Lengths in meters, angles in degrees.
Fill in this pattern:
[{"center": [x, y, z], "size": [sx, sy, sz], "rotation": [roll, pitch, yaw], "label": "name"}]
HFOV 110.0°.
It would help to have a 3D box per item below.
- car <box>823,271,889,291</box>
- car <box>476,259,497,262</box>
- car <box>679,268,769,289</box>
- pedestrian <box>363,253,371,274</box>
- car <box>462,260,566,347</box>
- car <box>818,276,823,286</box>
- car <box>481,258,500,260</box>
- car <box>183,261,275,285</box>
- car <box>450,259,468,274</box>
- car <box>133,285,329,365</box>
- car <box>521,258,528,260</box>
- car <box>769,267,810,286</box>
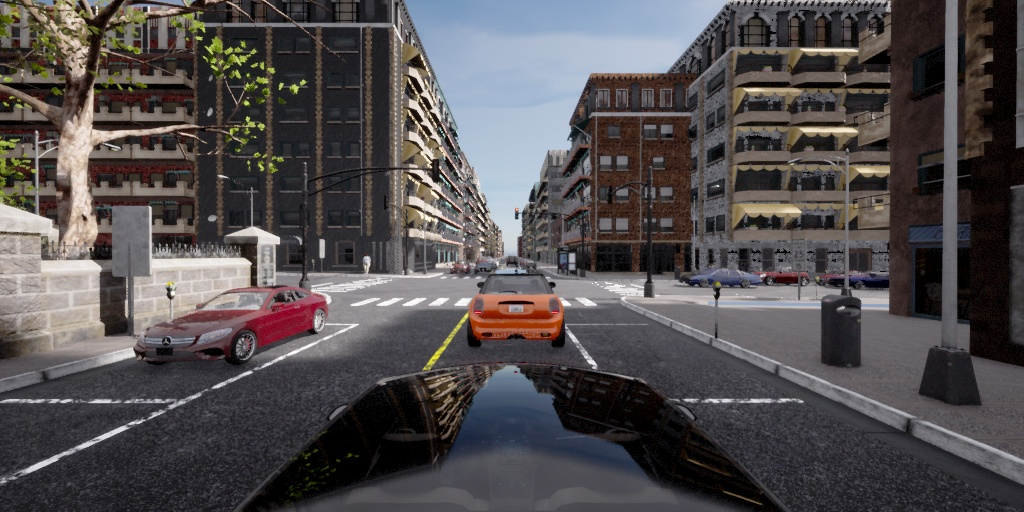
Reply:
[{"center": [26.237, 1.833, 26.360], "size": [4.718, 1.301, 1.895], "rotation": [1, 0, -1], "label": "car"}, {"center": [-3.146, 1.312, 40.982], "size": [1.994, 1.385, 4.181], "rotation": [0, 0, 0], "label": "car"}, {"center": [15.215, 1.584, 26.214], "size": [5.357, 1.411, 2.033], "rotation": [1, 0, -1], "label": "car"}, {"center": [-12.754, 0.651, 31.367], "size": [0.375, 1.860, 0.375], "rotation": [0, -1, -1], "label": "pedestrian"}, {"center": [0.116, 1.101, 9.484], "size": [2.097, 1.767, 4.553], "rotation": [0, 0, 1], "label": "car"}, {"center": [27.016, 1.813, 28.936], "size": [4.207, 1.307, 1.802], "rotation": [0, 0, -1], "label": "car"}, {"center": [-3.155, 1.312, 49.956], "size": [1.994, 1.385, 4.181], "rotation": [0, 0, 0], "label": "car"}, {"center": [-17.677, 1.034, 22.569], "size": [4.181, 1.385, 1.994], "rotation": [1, 0, -1], "label": "car"}, {"center": [-5.743, 1.187, 40.385], "size": [1.967, 1.591, 4.097], "rotation": [0, 0, 0], "label": "car"}, {"center": [-5.697, 1.331, 7.974], "size": [1.802, 1.307, 4.207], "rotation": [0, 0, 0], "label": "car"}, {"center": [2.622, 1.298, 51.668], "size": [2.007, 1.370, 4.403], "rotation": [0, 0, 0], "label": "car"}, {"center": [21.343, 1.571, 28.859], "size": [4.097, 1.591, 1.967], "rotation": [0, 0, -1], "label": "car"}]
